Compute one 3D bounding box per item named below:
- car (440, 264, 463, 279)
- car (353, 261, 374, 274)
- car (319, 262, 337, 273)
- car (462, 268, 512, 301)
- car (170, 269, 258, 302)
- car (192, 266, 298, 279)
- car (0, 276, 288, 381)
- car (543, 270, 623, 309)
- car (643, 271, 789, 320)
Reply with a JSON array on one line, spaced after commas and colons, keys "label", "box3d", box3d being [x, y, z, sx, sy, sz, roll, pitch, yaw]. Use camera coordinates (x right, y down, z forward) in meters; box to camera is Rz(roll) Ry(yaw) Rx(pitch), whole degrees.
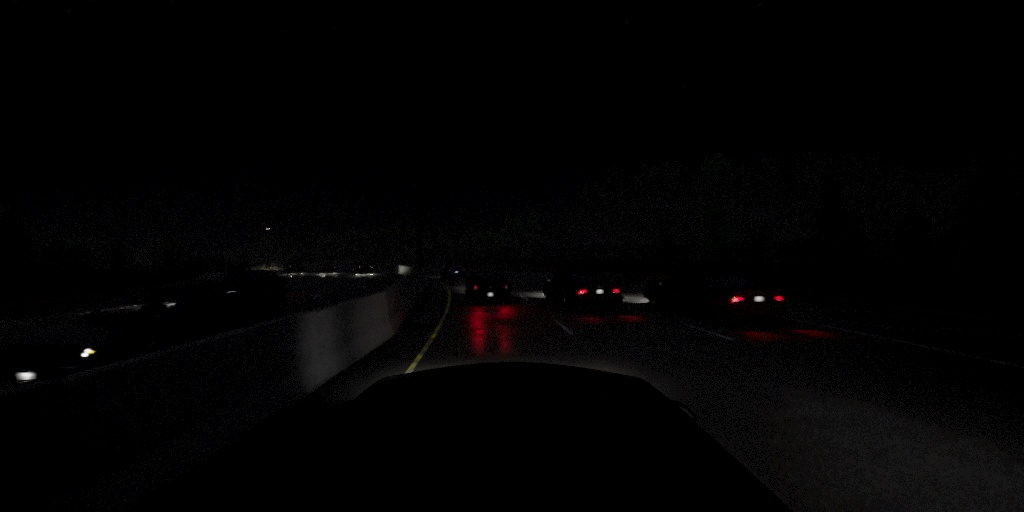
[{"label": "car", "box3d": [-5.678, 1.418, 34.473, 1.994, 1.385, 4.181, -1, 0, -19]}, {"label": "car", "box3d": [-20.254, 1.450, 48.785, 2.097, 1.767, 4.553, -1, 0, -30]}, {"label": "car", "box3d": [-27.453, 1.704, 53.389, 1.882, 1.535, 5.008, -1, 0, -35]}, {"label": "car", "box3d": [-1.275, 1.378, 17.592, 1.895, 1.301, 4.718, -1, 0, -9]}, {"label": "car", "box3d": [-16.189, 1.512, 19.848, 1.812, 1.442, 4.674, -1, 0, -13]}, {"label": "car", "box3d": [-11.903, 1.409, 16.062, 2.128, 1.511, 4.902, -1, 0, -10]}, {"label": "car", "box3d": [-7.345, 1.391, 7.933, 2.033, 1.411, 5.357, -1, 0, -4]}, {"label": "car", "box3d": [2.681, 1.271, 14.755, 2.033, 1.411, 5.357, -1, 0, -8]}, {"label": "car", "box3d": [6.485, 1.221, 12.259, 2.033, 1.411, 5.357, -1, 0, -6]}]
